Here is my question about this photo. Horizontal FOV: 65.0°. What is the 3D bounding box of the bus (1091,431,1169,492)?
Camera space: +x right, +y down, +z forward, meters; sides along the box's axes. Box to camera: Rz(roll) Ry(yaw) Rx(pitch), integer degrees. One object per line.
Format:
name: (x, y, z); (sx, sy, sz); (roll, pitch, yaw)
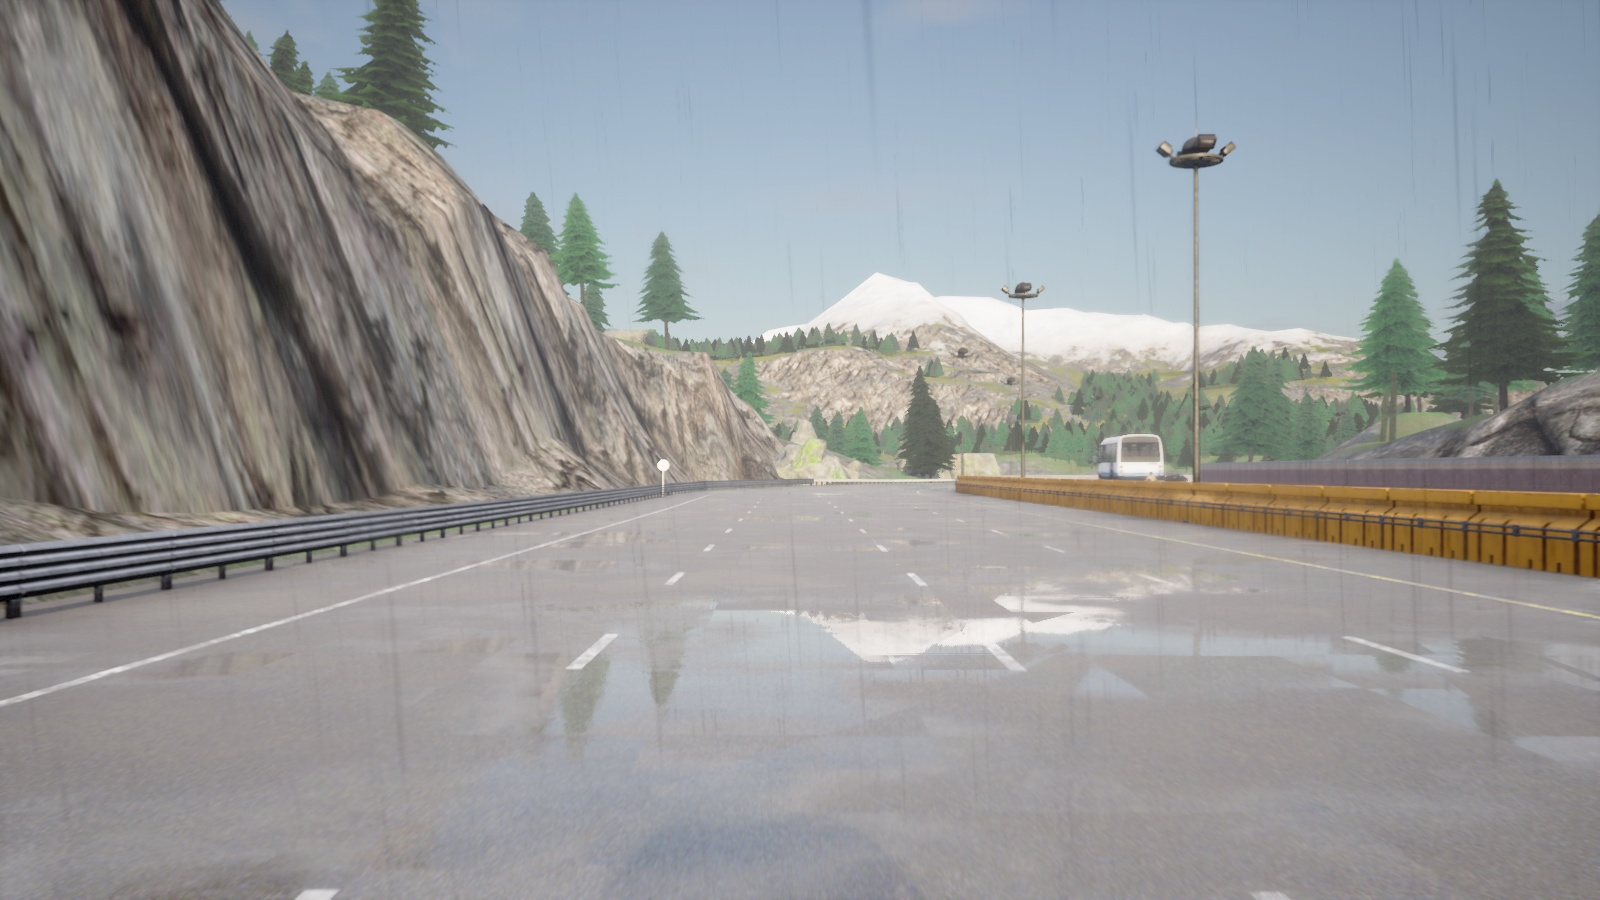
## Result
bus: (24.596, 0.916, 94.161); (3.944, 4.253, 10.273); (-1, -1, 5)
